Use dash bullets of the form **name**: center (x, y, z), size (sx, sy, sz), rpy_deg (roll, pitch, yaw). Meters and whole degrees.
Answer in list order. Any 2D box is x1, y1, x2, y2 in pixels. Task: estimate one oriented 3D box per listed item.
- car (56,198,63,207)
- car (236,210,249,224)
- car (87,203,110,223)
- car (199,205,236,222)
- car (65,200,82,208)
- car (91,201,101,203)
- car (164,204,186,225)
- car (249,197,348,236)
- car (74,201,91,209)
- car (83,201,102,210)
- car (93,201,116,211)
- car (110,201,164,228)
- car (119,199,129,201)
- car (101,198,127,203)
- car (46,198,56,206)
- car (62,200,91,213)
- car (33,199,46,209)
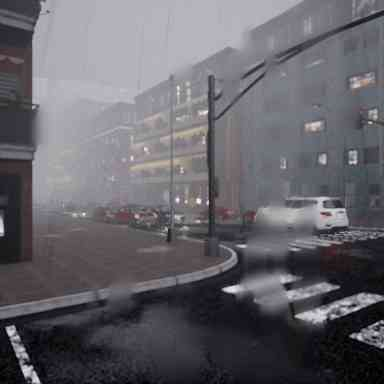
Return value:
- **car**: center (-26.448, 2.385, 69.682), size (2.008, 1.369, 4.403), rpy_deg (-1, 0, -35)
- **car**: center (5.522, 1.596, 24.334), size (1.967, 1.590, 4.097), rpy_deg (-1, 0, -35)
- **car**: center (-7.304, 1.879, 28.842), size (1.802, 1.307, 4.206), rpy_deg (-1, 0, -35)
- **car**: center (2.325, 1.806, 28.867), size (1.802, 1.307, 4.206), rpy_deg (-1, 0, -35)
- **car**: center (-23.252, 2.333, 65.146), size (1.947, 1.339, 4.313), rpy_deg (-1, 0, -35)
- **car**: center (-13.818, 2.052, 47.415), size (1.812, 1.442, 4.674), rpy_deg (0, -1, -35)
- **car**: center (-2.362, 1.724, 26.123), size (2.128, 1.511, 4.902), rpy_deg (0, -1, -35)
- **car**: center (6.157, 1.324, 19.344), size (2.150, 2.045, 5.566), rpy_deg (0, -1, -32)
- **car**: center (-20.055, 2.281, 60.611), size (1.802, 1.307, 4.206), rpy_deg (-1, 0, -35)
- **car**: center (-16.858, 2.214, 56.076), size (1.802, 1.307, 4.206), rpy_deg (-1, 0, -35)
- **car**: center (-13.662, 2.115, 51.540), size (2.008, 1.369, 4.403), rpy_deg (-1, 0, -35)
- **car**: center (-4.110, 1.669, 24.307), size (1.967, 1.590, 4.097), rpy_deg (-1, 0, -35)
- **car**: center (-7.269, 1.994, 42.470), size (1.947, 1.339, 4.313), rpy_deg (-1, 0, -35)
- **car**: center (-10.470, 1.811, 47.006), size (2.192, 1.841, 5.009), rpy_deg (-1, 0, -35)
- **car**: center (-32.846, 2.283, 78.753), size (2.192, 1.841, 5.009), rpy_deg (-1, 0, -35)
- **car**: center (-15.764, 2.084, 45.220), size (1.994, 1.385, 4.181), rpy_deg (0, -1, -35)
- **car**: center (-26.486, 2.145, 56.054), size (1.967, 1.590, 4.097), rpy_deg (-1, 0, -35)
